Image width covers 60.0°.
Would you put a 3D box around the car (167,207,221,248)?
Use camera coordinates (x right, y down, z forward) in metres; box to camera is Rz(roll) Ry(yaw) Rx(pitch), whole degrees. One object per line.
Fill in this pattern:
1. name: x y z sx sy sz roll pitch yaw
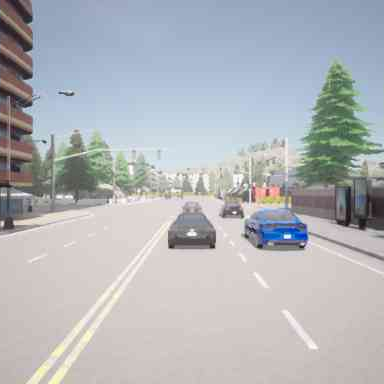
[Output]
1. car: 0.000 1.571 14.650 1.994 1.385 4.181 0 0 0

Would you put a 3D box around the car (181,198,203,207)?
1. car: 0.000 1.562 29.650 2.033 1.411 5.357 0 0 0

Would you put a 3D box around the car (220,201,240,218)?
1. car: 3.500 1.532 29.650 1.812 1.442 4.674 0 0 0

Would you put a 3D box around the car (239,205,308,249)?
1. car: 3.500 1.484 14.650 1.882 1.535 5.008 0 0 0
